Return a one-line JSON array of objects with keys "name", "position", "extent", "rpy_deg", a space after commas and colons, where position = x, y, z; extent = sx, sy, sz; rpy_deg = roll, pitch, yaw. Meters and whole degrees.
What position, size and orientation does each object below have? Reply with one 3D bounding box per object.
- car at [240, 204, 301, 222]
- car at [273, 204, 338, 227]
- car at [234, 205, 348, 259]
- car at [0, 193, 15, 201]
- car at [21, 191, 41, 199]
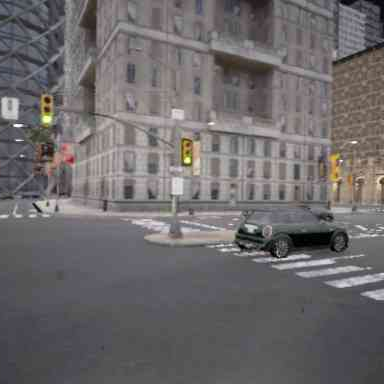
[{"name": "car", "position": [6.510, 1.699, 27.496], "extent": [4.718, 1.301, 1.895], "rpy_deg": [1, 0, -27]}, {"name": "car", "position": [8.414, 1.661, 24.541], "extent": [4.674, 1.442, 1.812], "rpy_deg": [1, 0, -28]}, {"name": "car", "position": [3.938, 1.414, 12.916], "extent": [4.553, 1.767, 2.097], "rpy_deg": [1, 0, -30]}, {"name": "car", "position": [-35.359, 0.849, 62.682], "extent": [2.033, 1.411, 5.357], "rpy_deg": [1, 0, -5]}, {"name": "car", "position": [-35.254, 0.659, 73.136], "extent": [2.097, 1.767, 4.553], "rpy_deg": [1, 0, 11]}]
